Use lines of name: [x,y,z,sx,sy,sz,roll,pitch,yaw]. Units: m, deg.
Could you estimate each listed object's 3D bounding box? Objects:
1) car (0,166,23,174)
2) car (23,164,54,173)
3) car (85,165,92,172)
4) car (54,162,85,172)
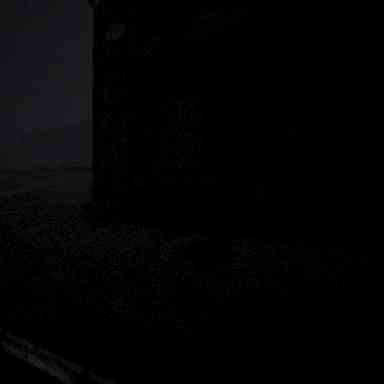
car: [-24.395,-2.948,46.793,4.674,1.452,2.002,1,0,28]
car: [-19.565,-2.941,44.330,4.892,1.521,2.231,1,0,27]
car: [-9.387,-3.038,39.540,5.566,2.045,2.435,1,1,25]
car: [-14.486,-3.001,41.884,4.553,1.767,2.185,1,0,26]
